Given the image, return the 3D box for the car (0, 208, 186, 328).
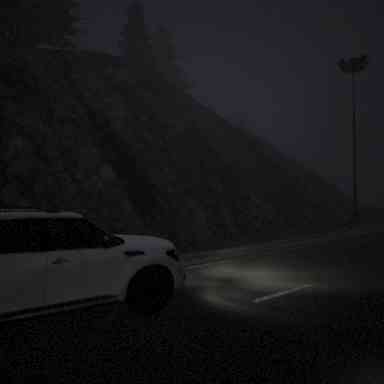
[{"bbox_3d":[-2.766,1.303,6.014,5.566,2.045,2.150,0,0,-36],"label":"car"}]
